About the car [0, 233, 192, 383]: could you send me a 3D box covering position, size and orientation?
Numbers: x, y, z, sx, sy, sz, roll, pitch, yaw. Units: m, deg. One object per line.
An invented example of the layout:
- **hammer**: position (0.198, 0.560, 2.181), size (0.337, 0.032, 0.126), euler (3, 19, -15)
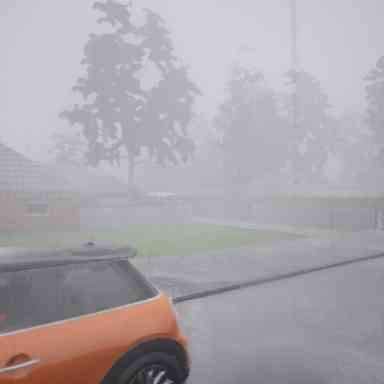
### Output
- **car**: position (-2.292, 1.352, 2.964), size (4.553, 1.767, 2.097), euler (0, 0, -35)
